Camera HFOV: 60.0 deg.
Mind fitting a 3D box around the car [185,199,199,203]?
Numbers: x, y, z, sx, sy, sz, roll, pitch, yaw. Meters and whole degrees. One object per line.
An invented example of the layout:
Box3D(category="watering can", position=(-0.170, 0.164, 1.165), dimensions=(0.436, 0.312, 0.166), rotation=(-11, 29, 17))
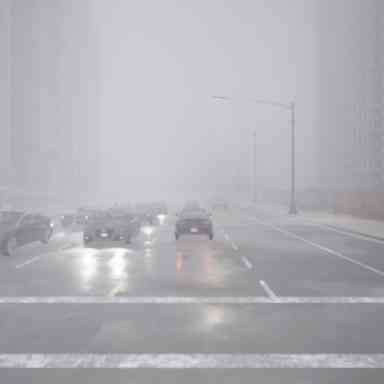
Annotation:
Box3D(category="car", position=(0.004, 1.600, 44.054), dimensions=(1.895, 1.301, 4.718), rotation=(0, 0, 0))

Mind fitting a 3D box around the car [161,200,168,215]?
Box3D(category="car", position=(-3.504, 1.563, 34.375), dimensions=(1.994, 1.385, 4.181), rotation=(0, 0, 0))

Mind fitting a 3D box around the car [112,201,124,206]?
Box3D(category="car", position=(-7.014, 1.600, 32.566), dimensions=(1.895, 1.301, 4.718), rotation=(0, 0, 0))

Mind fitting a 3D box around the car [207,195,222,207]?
Box3D(category="car", position=(3.493, 1.351, 52.808), dimensions=(2.097, 1.767, 4.553), rotation=(0, 0, 0))

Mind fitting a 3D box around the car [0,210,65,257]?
Box3D(category="car", position=(-7.100, 1.491, 12.996), dimensions=(2.128, 1.511, 4.902), rotation=(0, 0, 0))

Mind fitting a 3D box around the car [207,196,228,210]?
Box3D(category="car", position=(3.495, 1.491, 42.520), dimensions=(2.128, 1.511, 4.902), rotation=(0, 0, 0))

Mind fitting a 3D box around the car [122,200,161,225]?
Box3D(category="car", position=(-3.578, 1.525, 24.366), dimensions=(1.812, 1.442, 4.674), rotation=(0, 0, 0))

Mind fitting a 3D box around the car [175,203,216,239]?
Box3D(category="car", position=(0.084, 1.525, 17.193), dimensions=(1.812, 1.442, 4.674), rotation=(0, 0, 0))

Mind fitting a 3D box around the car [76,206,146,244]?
Box3D(category="car", position=(-3.598, 1.564, 15.589), dimensions=(1.994, 1.385, 4.181), rotation=(0, 0, 0))

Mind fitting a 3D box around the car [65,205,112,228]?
Box3D(category="car", position=(-7.087, 1.600, 22.266), dimensions=(1.895, 1.301, 4.718), rotation=(0, 0, 0))
